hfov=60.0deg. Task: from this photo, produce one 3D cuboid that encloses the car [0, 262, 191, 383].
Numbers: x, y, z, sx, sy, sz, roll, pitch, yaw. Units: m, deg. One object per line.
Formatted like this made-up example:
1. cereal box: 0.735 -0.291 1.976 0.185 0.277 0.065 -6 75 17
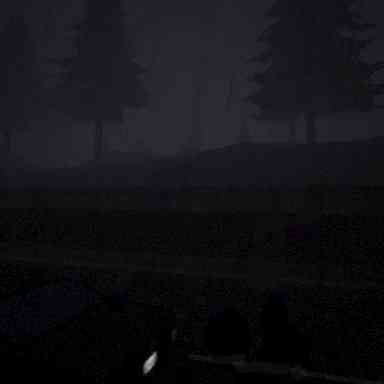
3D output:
1. car: -2.750 1.547 3.696 5.357 1.411 2.033 0 0 18
